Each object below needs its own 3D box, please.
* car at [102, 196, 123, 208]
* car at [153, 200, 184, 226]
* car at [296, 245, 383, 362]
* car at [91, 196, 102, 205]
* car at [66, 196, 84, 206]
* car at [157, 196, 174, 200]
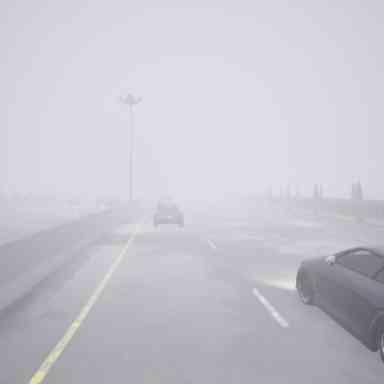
[{"bbox_3d":[-11.049,1.376,47.363,1.882,1.535,5.008,0,0,-5],"label":"car"},{"bbox_3d":[-1.627,1.502,22.695,1.994,1.385,4.181,0,0,-5],"label":"car"},{"bbox_3d":[3.247,1.536,5.353,1.994,1.385,4.181,0,0,-3],"label":"car"},{"bbox_3d":[-15.200,1.418,54.703,1.812,1.442,4.674,0,0,-5],"label":"car"},{"bbox_3d":[-18.575,1.412,53.098,1.837,1.490,4.892,0,0,-5],"label":"car"},{"bbox_3d":[-3.223,1.243,40.457,2.097,1.767,4.553,0,0,-5],"label":"car"}]
